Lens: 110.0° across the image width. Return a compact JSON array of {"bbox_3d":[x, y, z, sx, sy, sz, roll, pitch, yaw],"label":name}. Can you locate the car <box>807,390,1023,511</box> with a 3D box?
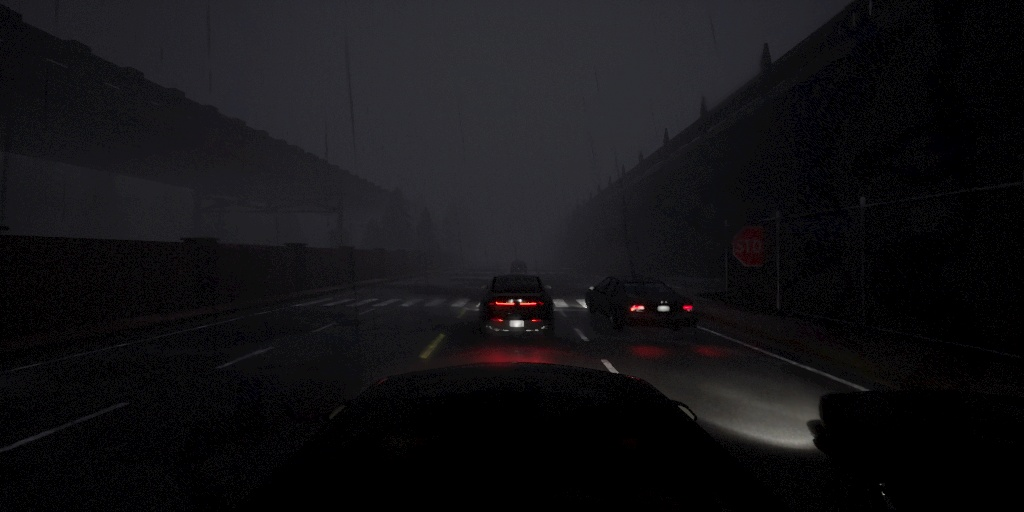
[{"bbox_3d":[3.595,1.297,0.769,2.033,1.411,5.357,0,0,1],"label":"car"}]

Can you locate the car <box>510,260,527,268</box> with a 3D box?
[{"bbox_3d":[0.800,1.228,42.863,1.882,1.535,5.008,0,0,1],"label":"car"}]

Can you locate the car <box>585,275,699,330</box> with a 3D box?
[{"bbox_3d":[3.624,1.298,11.070,2.033,1.411,5.357,0,0,0],"label":"car"}]

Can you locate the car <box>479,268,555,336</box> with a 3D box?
[{"bbox_3d":[0.122,1.255,10.374,1.837,1.490,4.892,0,0,0],"label":"car"}]
